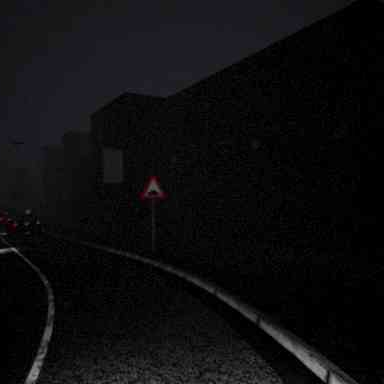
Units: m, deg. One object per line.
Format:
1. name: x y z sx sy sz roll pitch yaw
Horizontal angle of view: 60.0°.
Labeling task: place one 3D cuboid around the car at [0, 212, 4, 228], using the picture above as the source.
1. car: -20.967 3.039 38.018 2.097 1.767 4.553 -1 0 -33

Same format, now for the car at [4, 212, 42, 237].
1. car: -13.530 2.586 26.752 2.097 1.767 4.553 -1 -4 -33
